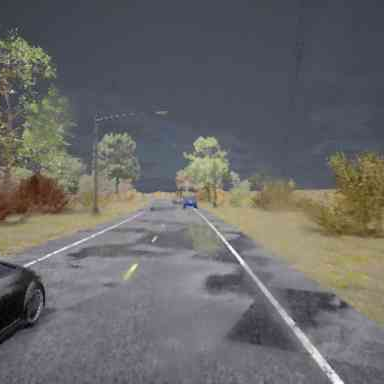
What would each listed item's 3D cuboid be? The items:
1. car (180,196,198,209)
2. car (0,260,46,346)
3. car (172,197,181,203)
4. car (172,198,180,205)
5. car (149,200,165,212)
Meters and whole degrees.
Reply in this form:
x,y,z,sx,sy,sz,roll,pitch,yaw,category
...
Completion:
x,y,z,sx,sy,sz,roll,pitch,yaw,category
-0.321,1.645,53.117,2.150,2.045,5.566,0,0,-3,car
-3.624,1.609,4.334,1.994,1.385,4.181,0,-1,0,car
-4.072,2.125,86.435,1.994,1.385,4.181,0,0,-6,car
-2.763,1.997,71.302,1.994,1.385,4.181,0,0,-5,car
-4.729,1.879,45.574,1.837,1.490,4.892,0,0,-3,car
